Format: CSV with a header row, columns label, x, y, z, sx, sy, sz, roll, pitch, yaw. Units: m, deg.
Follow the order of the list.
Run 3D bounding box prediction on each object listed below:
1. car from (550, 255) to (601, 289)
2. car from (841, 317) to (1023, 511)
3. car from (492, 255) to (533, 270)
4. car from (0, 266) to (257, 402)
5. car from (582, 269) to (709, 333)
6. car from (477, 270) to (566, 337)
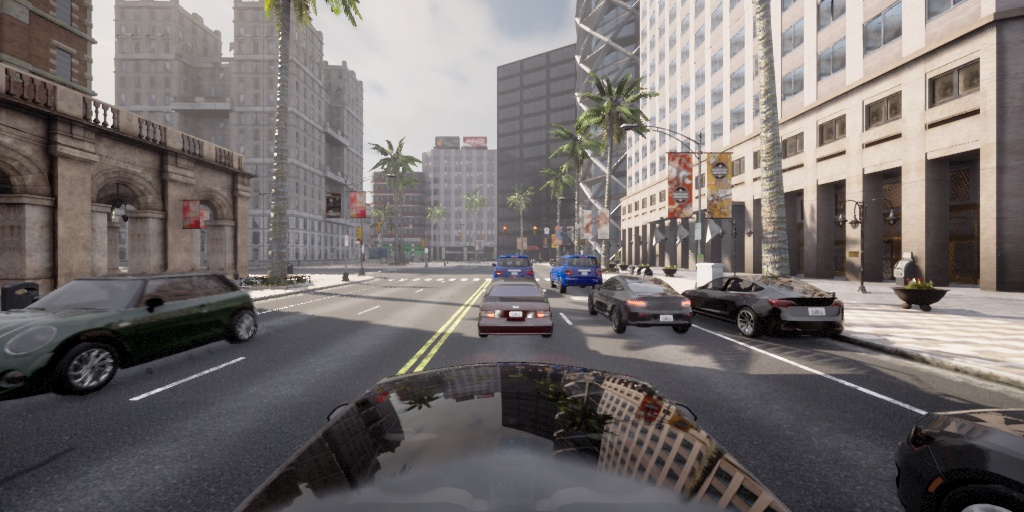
label,x,y,z,sx,sy,sz,roll,pitch,yaw
car,3.543,0.971,20.583,2.150,2.045,5.566,0,0,-2
car,3.601,1.255,0.445,1.837,1.490,4.892,0,0,0
car,0.044,0.971,20.449,2.150,2.045,5.566,0,0,-2
car,-7.110,1.102,6.589,2.097,1.767,4.553,0,0,0
car,3.562,1.276,10.620,1.812,1.442,4.674,0,0,-1
car,0.068,1.297,10.229,2.033,1.411,5.357,0,0,0
